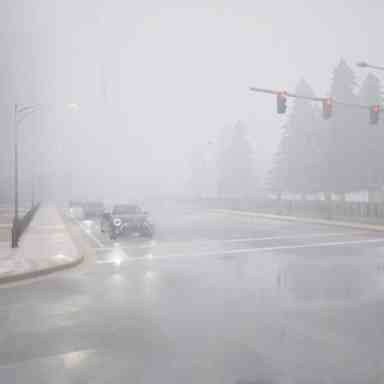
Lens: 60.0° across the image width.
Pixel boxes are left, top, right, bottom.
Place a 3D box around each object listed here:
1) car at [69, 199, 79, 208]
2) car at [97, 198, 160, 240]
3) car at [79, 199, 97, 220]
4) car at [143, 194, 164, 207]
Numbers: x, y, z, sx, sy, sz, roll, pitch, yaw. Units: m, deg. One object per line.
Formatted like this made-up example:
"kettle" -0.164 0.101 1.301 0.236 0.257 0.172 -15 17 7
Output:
"car" -17.411 1.653 49.837 1.895 1.301 4.718 0 0 -23
"car" -3.502 1.401 17.558 2.097 1.767 4.553 0 0 -23
"car" -8.540 1.549 29.175 1.837 1.490 4.892 0 2 -23
"car" -5.972 1.255 49.997 2.150 2.045 5.566 0 0 -23
